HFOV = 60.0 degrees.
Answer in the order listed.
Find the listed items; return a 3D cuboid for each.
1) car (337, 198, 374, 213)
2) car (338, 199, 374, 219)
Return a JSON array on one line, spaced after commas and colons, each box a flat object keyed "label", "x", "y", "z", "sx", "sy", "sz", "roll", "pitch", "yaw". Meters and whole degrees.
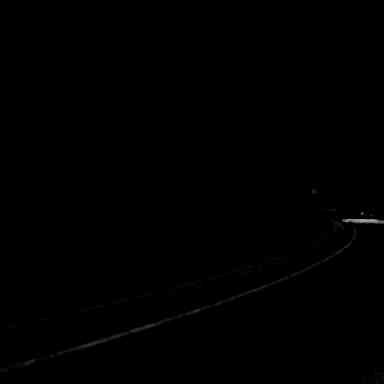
[{"label": "car", "x": 18.084, "y": 1.497, "z": 37.093, "sx": 1.812, "sy": 1.442, "sz": 4.674, "roll": 1, "pitch": 0, "yaw": -1}, {"label": "car", "x": 13.923, "y": 1.529, "z": 28.431, "sx": 1.994, "sy": 1.385, "sz": 4.181, "roll": 1, "pitch": 0, "yaw": 11}]
